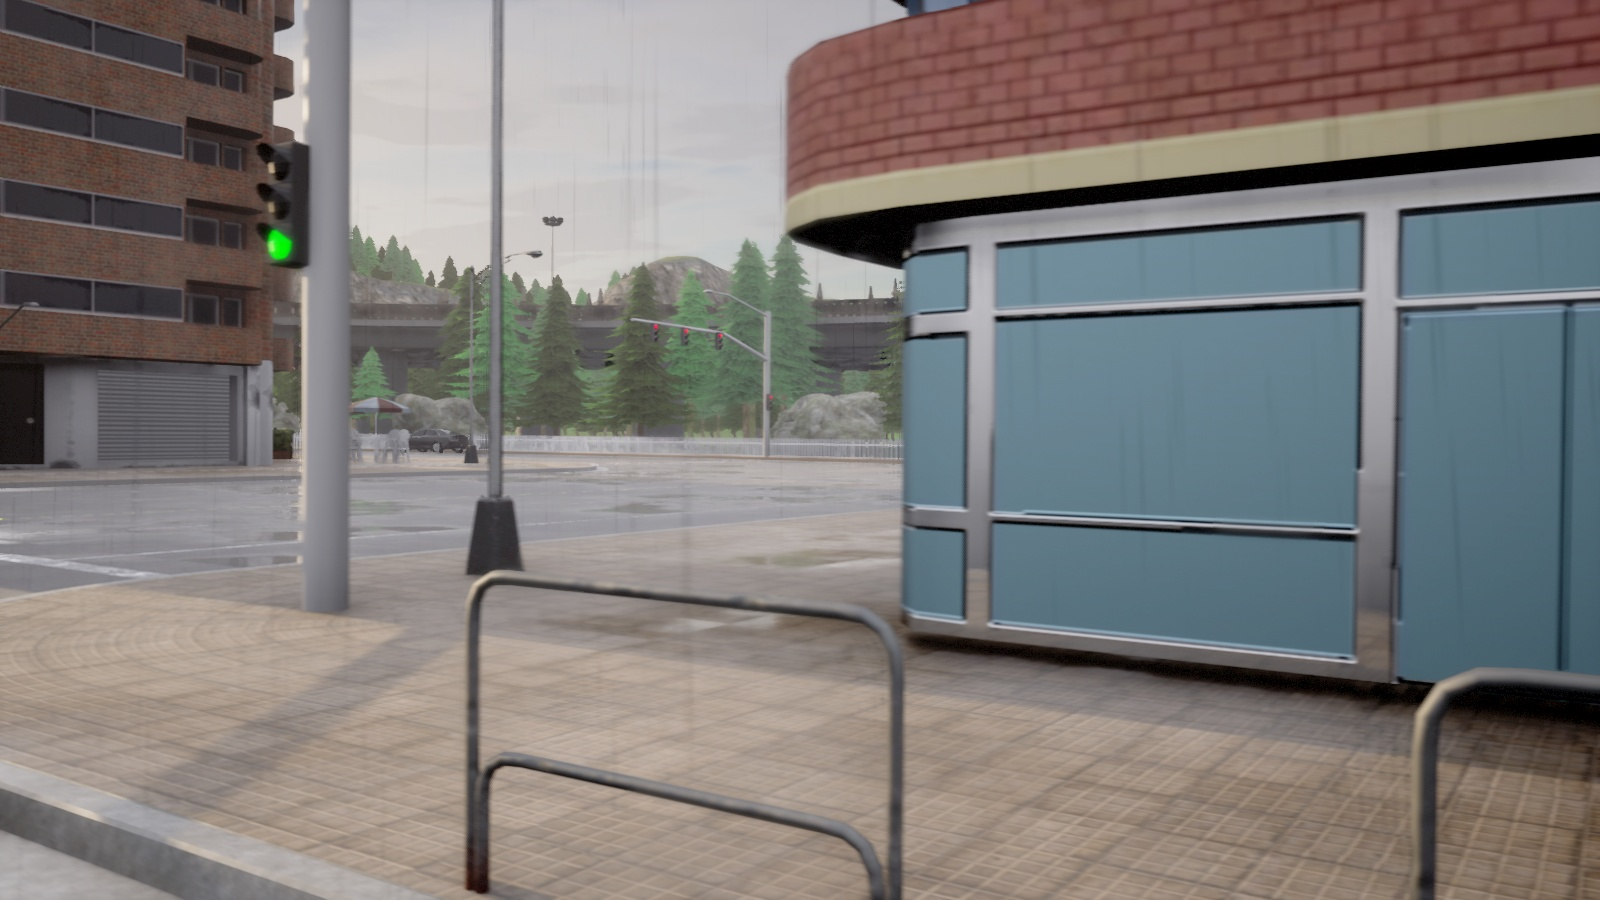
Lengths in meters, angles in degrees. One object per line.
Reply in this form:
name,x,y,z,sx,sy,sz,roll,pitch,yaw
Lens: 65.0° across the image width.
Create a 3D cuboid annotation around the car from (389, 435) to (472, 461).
car,-22.003,-0.140,74.743,4.892,1.490,1.837,0,1,28
